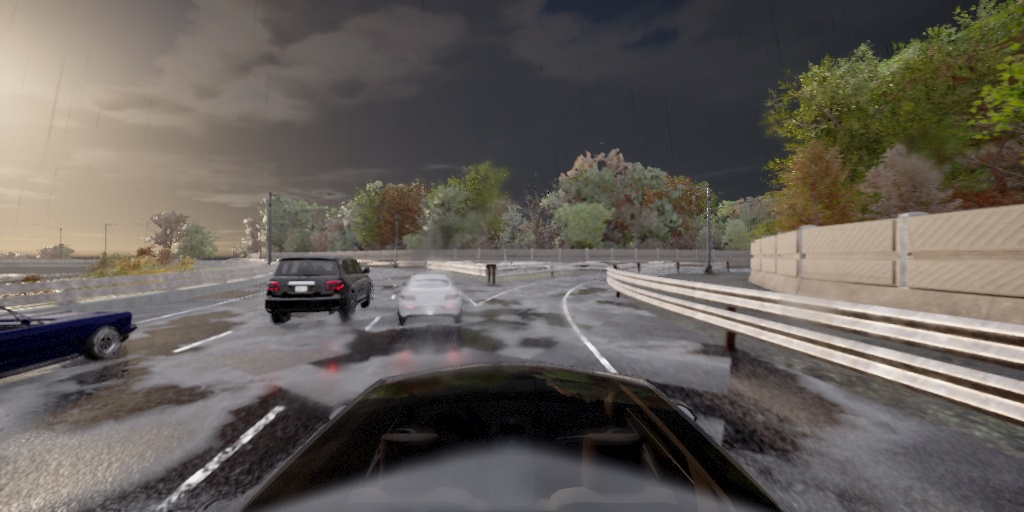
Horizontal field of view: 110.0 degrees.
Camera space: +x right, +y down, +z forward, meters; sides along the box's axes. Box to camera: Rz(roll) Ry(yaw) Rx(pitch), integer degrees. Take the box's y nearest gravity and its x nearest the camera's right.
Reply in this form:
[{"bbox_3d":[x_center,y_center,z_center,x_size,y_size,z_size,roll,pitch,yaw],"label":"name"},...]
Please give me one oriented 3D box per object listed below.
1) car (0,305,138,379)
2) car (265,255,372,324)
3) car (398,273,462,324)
[{"bbox_3d":[-8.505,1.360,5.308,1.895,1.301,4.718,0,0,-9],"label":"car"},{"bbox_3d":[-6.342,0.998,12.423,2.150,2.045,5.566,0,0,-13],"label":"car"},{"bbox_3d":[-2.708,1.301,12.051,1.812,1.442,4.674,0,0,-12],"label":"car"}]
